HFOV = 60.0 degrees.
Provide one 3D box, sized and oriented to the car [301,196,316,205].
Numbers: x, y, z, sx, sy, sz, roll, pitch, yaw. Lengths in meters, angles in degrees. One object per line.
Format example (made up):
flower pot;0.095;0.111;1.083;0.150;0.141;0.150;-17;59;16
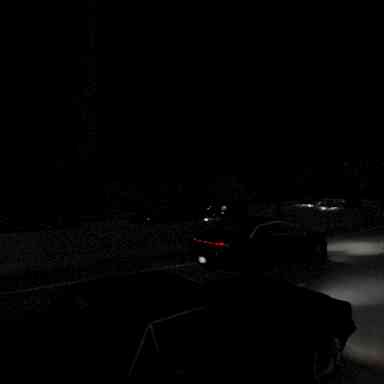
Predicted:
car;22.701;1.821;65.712;1.994;1.385;4.181;0;0;15

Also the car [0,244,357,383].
car;-0.199;1.601;3.656;4.718;1.301;1.895;0;0;-37

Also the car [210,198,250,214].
car;3.371;1.393;30.484;2.097;1.767;4.553;0;0;41

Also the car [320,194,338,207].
car;22.622;1.405;54.584;2.150;2.045;5.566;0;0;23

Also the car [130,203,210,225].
car;-1.492;1.491;20.812;5.008;1.535;1.882;0;0;-41

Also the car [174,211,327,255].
car;2.143;1.496;9.903;4.902;1.511;2.128;0;0;-39

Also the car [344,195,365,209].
car;21.746;1.351;44.520;2.150;2.045;5.566;0;-1;28

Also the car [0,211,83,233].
car;-6.514;1.505;12.360;4.892;1.490;1.837;0;0;-37

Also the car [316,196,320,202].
car;32.468;1.757;84.833;1.837;1.490;4.892;0;0;4
